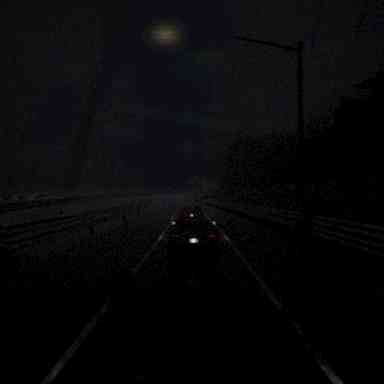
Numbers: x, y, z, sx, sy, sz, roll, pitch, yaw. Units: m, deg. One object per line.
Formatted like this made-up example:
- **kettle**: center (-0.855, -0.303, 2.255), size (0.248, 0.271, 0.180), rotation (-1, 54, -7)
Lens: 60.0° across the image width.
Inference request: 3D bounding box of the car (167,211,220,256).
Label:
- **car**: center (0.071, 1.701, 13.699), size (1.994, 1.385, 4.181), rotation (0, -1, 0)

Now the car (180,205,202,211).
- **car**: center (-0.076, 1.847, 28.765), size (1.994, 1.385, 4.181), rotation (0, -1, -1)
